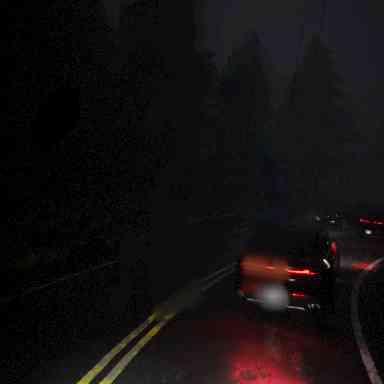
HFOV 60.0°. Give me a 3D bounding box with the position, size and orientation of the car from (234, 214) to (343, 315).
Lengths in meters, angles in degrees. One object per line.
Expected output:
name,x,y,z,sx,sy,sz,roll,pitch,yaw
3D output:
car,2.426,1.502,7.848,1.837,1.490,4.892,2,1,25

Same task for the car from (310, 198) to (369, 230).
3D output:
car,8.725,1.151,18.804,4.892,1.490,1.837,-1,4,-31

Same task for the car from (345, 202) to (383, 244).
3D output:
car,9.476,1.408,15.342,4.892,1.490,1.837,-1,5,-33
